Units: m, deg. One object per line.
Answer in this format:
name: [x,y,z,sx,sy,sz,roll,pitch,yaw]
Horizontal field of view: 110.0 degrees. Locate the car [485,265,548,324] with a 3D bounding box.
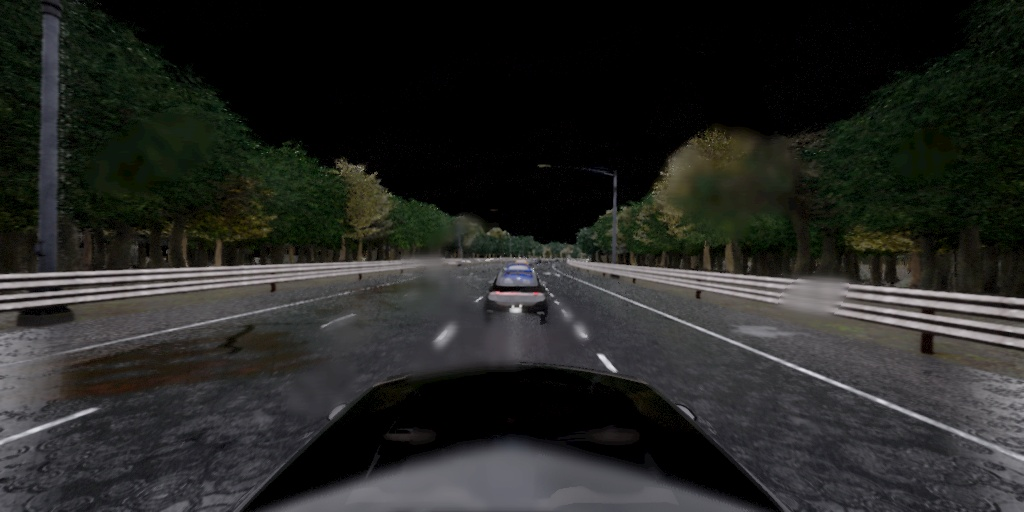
car: [0.171,1.253,12.104,2.128,1.511,4.902,1,0,1]

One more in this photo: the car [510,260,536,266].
car: [0.449,1.272,24.985,1.882,1.535,5.008,1,0,1]
